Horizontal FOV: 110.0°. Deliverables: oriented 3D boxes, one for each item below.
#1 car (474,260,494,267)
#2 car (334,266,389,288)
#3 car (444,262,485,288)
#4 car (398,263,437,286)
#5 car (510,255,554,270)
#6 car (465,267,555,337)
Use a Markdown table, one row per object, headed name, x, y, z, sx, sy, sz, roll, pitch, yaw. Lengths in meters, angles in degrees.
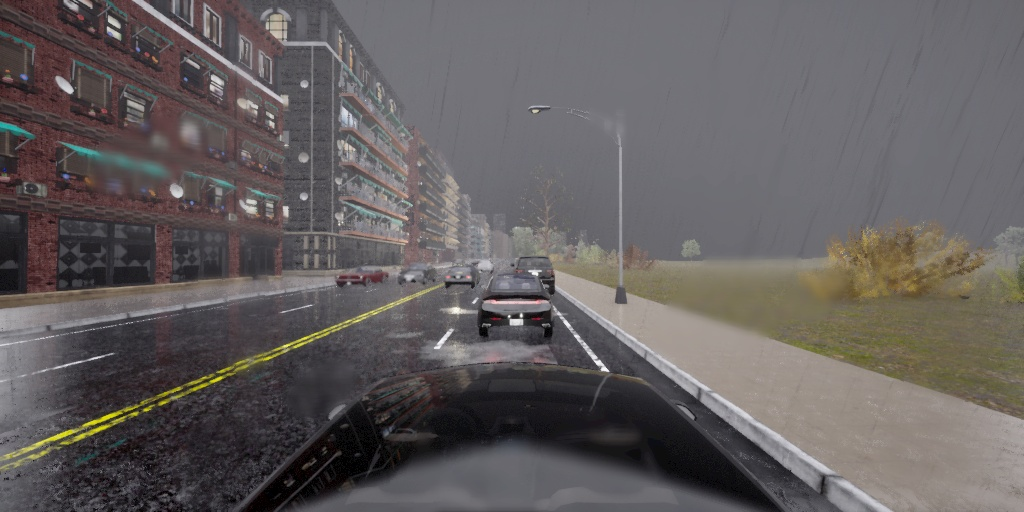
| name | x | y | z | sx | sy | sz | roll | pitch | yaw |
| --- | --- | --- | --- | --- | --- | --- | --- | --- | --- |
| car | -3.192 | 1.278 | 43.397 | 1.812 | 1.442 | 4.674 | 0 | -1 | 0 |
| car | -9.870 | 1.353 | 23.900 | 1.895 | 1.301 | 4.718 | 0 | 0 | 0 |
| car | -3.161 | 1.300 | 23.553 | 2.033 | 1.411 | 5.357 | 0 | 0 | 0 |
| car | -6.623 | 1.244 | 25.481 | 2.128 | 1.511 | 4.902 | 0 | 0 | 0 |
| car | 1.120 | 0.977 | 20.174 | 2.150 | 2.045 | 5.566 | 0 | 0 | 0 |
| car | 0.092 | 1.243 | 10.303 | 2.128 | 1.511 | 4.902 | 0 | 0 | 0 |
